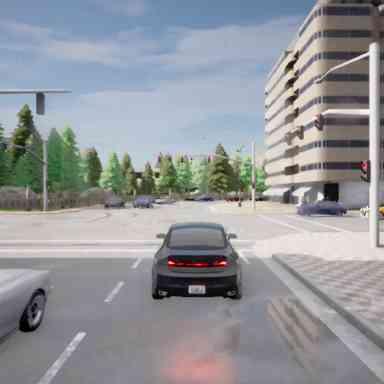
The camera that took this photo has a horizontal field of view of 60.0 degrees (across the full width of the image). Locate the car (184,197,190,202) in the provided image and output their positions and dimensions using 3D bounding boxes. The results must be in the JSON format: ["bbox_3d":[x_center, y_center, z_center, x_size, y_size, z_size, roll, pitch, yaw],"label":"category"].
[{"bbox_3d":[0.187,1.583,75.446,1.895,1.301,4.718,0,0,38],"label":"car"}]

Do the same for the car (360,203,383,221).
[{"bbox_3d":[16.610,1.528,27.568,5.008,1.535,1.882,0,0,0],"label":"car"}]

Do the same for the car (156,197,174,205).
[{"bbox_3d":[-4.893,1.591,58.963,1.895,1.301,4.718,0,0,18],"label":"car"}]

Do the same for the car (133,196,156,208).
[{"bbox_3d":[-6.757,1.344,46.477,2.097,1.767,4.553,0,0,3],"label":"car"}]

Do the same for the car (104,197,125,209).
[{"bbox_3d":[-10.324,1.497,44.597,1.837,1.490,4.892,0,0,2],"label":"car"}]

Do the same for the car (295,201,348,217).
[{"bbox_3d":[12.013,1.576,31.051,4.674,1.442,1.812,0,0,0],"label":"car"}]

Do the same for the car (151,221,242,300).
[{"bbox_3d":[0.116,1.503,8.390,1.837,1.490,4.892,0,0,1],"label":"car"}]

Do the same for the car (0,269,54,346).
[{"bbox_3d":[-3.426,1.600,3.869,1.895,1.301,4.718,0,0,0],"label":"car"}]

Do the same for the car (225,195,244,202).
[{"bbox_3d":[9.710,1.466,75.109,5.008,1.535,1.882,0,0,-41],"label":"car"}]

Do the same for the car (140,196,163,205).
[{"bbox_3d":[-7.543,1.537,61.945,2.033,1.411,5.357,0,0,20],"label":"car"}]

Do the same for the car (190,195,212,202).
[{"bbox_3d":[2.499,1.466,72.760,1.882,1.535,5.008,0,0,38],"label":"car"}]

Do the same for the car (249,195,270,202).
[{"bbox_3d":[15.183,1.583,74.838,4.718,1.301,1.895,0,0,-33],"label":"car"}]

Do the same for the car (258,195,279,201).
[{"bbox_3d":[18.507,1.487,80.625,4.892,1.490,1.837,0,0,-22],"label":"car"}]
